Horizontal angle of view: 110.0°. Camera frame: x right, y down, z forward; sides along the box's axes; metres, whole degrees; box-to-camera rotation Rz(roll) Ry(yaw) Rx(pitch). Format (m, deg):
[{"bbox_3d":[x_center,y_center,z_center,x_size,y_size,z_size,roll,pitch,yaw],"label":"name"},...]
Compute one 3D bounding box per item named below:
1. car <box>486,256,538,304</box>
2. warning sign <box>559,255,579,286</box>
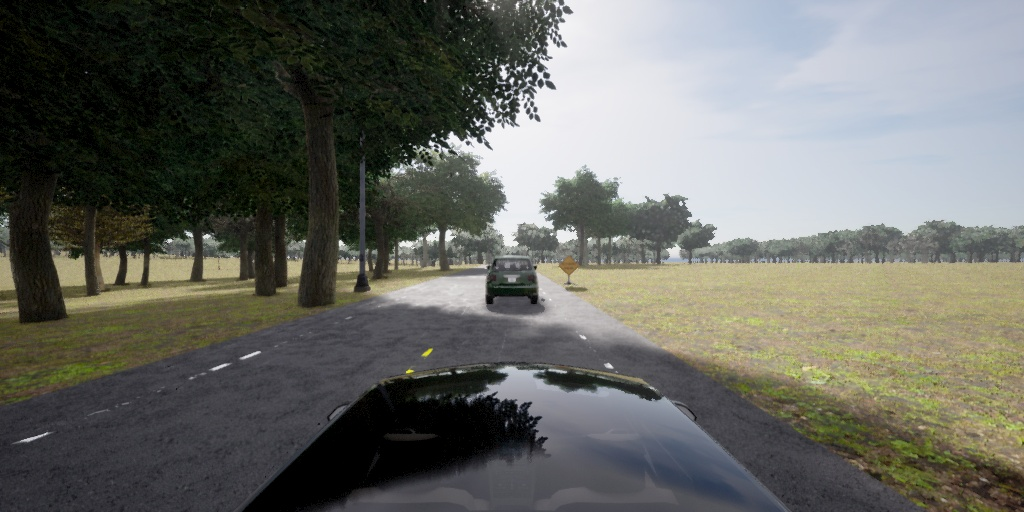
[{"bbox_3d":[0.000,1.017,16.527,2.150,2.045,5.566,0,0,0],"label":"car"},{"bbox_3d":[3.550,0.881,22.339,1.300,1.860,1.060,0,0,0],"label":"warning sign"}]
